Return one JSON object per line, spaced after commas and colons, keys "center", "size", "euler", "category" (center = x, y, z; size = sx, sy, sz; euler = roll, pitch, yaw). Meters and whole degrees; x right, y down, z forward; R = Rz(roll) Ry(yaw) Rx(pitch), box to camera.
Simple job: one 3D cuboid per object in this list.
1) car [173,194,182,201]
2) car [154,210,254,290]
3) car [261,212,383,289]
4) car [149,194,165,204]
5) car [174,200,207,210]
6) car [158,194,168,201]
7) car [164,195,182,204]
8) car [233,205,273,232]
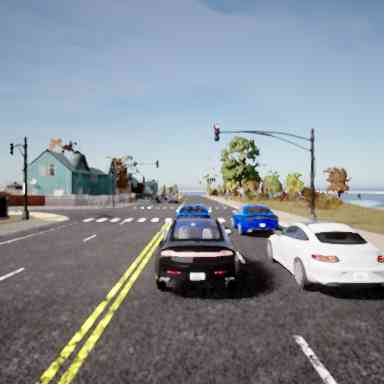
{"center": [-3.253, 1.310, 75.796], "size": [1.882, 1.535, 5.008], "euler": [0, 0, 0], "category": "car"}
{"center": [0.101, 1.461, 9.002], "size": [2.128, 1.511, 4.902], "euler": [0, 0, 0], "category": "car"}
{"center": [3.346, 1.498, 8.924], "size": [1.812, 1.442, 4.674], "euler": [0, 0, 0], "category": "car"}
{"center": [-6.546, 1.358, 60.257], "size": [1.837, 1.490, 4.892], "euler": [0, 0, 1], "category": "car"}
{"center": [0.090, 1.421, 18.581], "size": [1.882, 1.535, 5.008], "euler": [0, 0, 1], "category": "car"}
{"center": [-6.503, 1.333, 75.339], "size": [1.837, 1.490, 4.892], "euler": [0, 0, 0], "category": "car"}
{"center": [-3.295, 1.401, 60.161], "size": [2.033, 1.411, 5.357], "euler": [0, 0, 1], "category": "car"}
{"center": [3.349, 1.422, 18.261], "size": [1.882, 1.535, 5.008], "euler": [0, 0, 0], "category": "car"}
